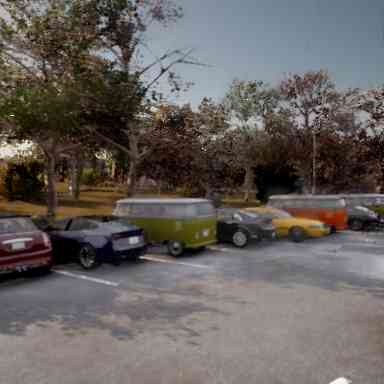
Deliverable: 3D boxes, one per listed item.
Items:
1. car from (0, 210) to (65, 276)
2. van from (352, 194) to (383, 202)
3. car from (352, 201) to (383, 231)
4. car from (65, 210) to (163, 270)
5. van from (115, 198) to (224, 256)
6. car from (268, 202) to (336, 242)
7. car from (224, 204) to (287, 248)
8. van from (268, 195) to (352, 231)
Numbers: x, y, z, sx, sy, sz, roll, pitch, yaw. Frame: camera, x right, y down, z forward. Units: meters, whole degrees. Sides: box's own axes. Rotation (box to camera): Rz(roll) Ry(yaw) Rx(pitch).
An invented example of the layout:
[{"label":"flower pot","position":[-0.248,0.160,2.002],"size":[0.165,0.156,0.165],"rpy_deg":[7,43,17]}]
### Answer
[{"label":"car","position":[-5.961,1.357,9.286],"size":[4.553,1.767,2.185],"rpy_deg":[-1,0,34]},{"label":"van","position":[10.889,1.146,21.214],"size":[4.442,1.987,1.878],"rpy_deg":[-1,-1,34]},{"label":"car","position":[8.395,1.424,19.558],"size":[4.674,1.452,2.002],"rpy_deg":[-1,0,34]},{"label":"car","position":[-3.612,1.494,11.028],"size":[4.792,1.488,2.163],"rpy_deg":[-1,0,34]},{"label":"van","position":[-1.292,1.222,12.783],"size":[4.442,1.987,1.878],"rpy_deg":[-1,0,35]},{"label":"car","position":[3.757,1.407,16.040],"size":[5.366,1.575,1.946],"rpy_deg":[-1,-1,35]},{"label":"car","position":[1.210,1.429,14.426],"size":[4.892,1.521,2.231],"rpy_deg":[-1,0,35]},{"label":"van","position":[5.899,1.174,17.919],"size":[4.442,1.987,1.878],"rpy_deg":[-1,0,34]}]
